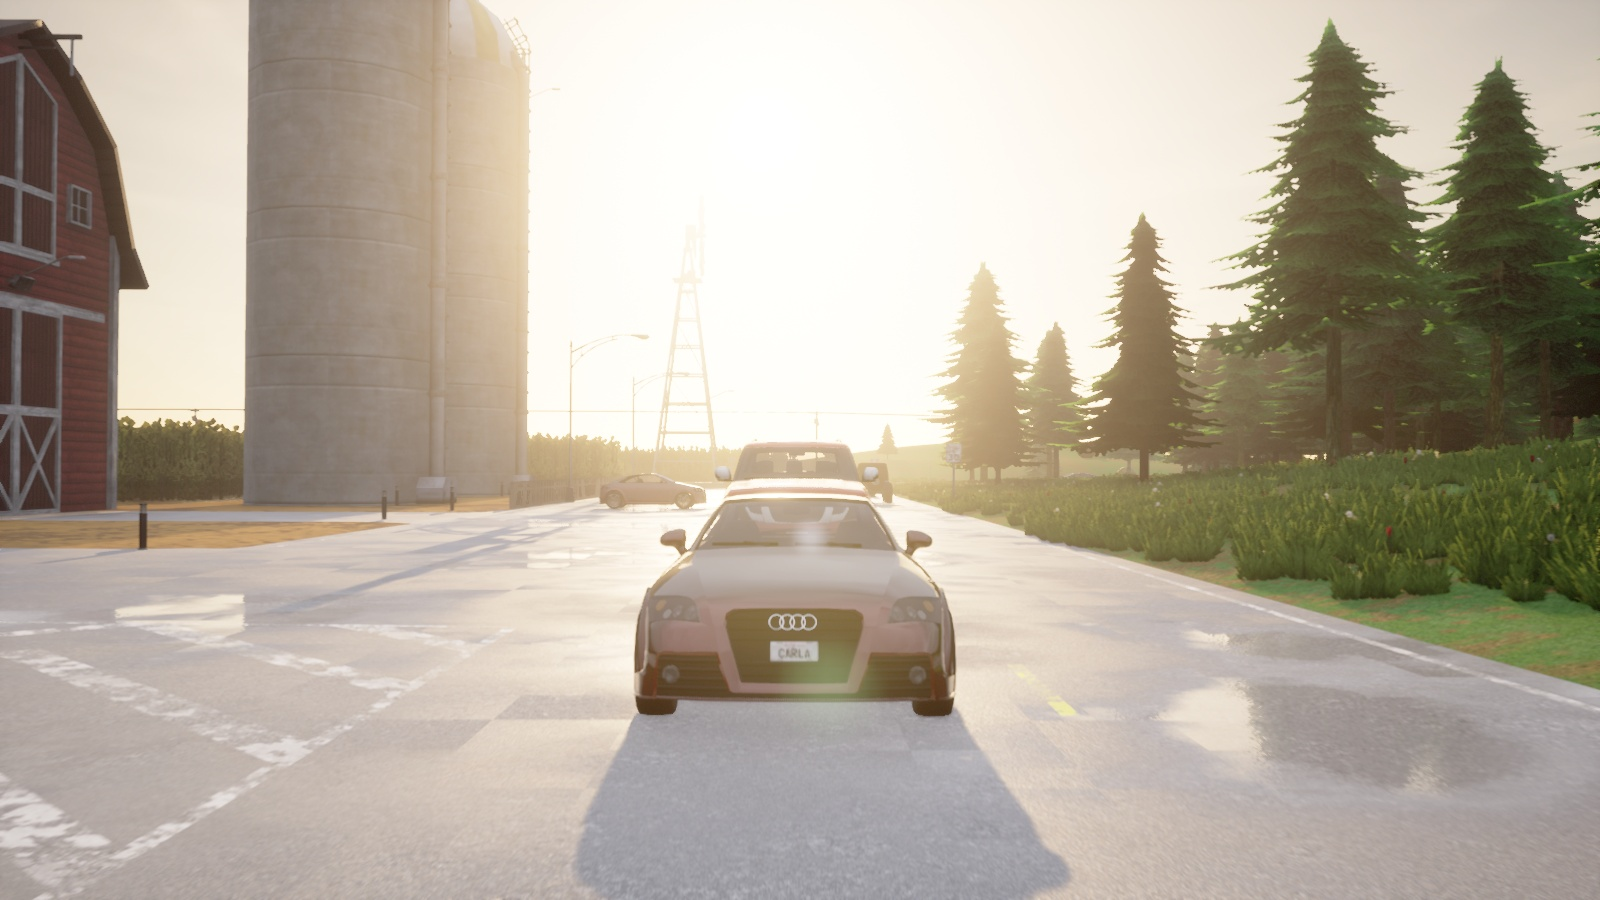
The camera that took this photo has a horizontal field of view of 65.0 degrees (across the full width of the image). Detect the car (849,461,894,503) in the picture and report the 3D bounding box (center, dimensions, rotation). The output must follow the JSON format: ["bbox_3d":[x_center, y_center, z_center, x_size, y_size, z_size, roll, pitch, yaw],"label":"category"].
[{"bbox_3d":[3.356,1.499,59.436,1.905,1.878,3.866,0,-1,0],"label":"car"}]

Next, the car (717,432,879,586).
[{"bbox_3d":[-0.050,0.828,19.546,2.150,2.045,5.566,0,-1,0],"label":"car"}]

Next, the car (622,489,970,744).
[{"bbox_3d":[-0.020,1.018,9.292,1.994,1.385,4.181,0,-1,0],"label":"car"}]
